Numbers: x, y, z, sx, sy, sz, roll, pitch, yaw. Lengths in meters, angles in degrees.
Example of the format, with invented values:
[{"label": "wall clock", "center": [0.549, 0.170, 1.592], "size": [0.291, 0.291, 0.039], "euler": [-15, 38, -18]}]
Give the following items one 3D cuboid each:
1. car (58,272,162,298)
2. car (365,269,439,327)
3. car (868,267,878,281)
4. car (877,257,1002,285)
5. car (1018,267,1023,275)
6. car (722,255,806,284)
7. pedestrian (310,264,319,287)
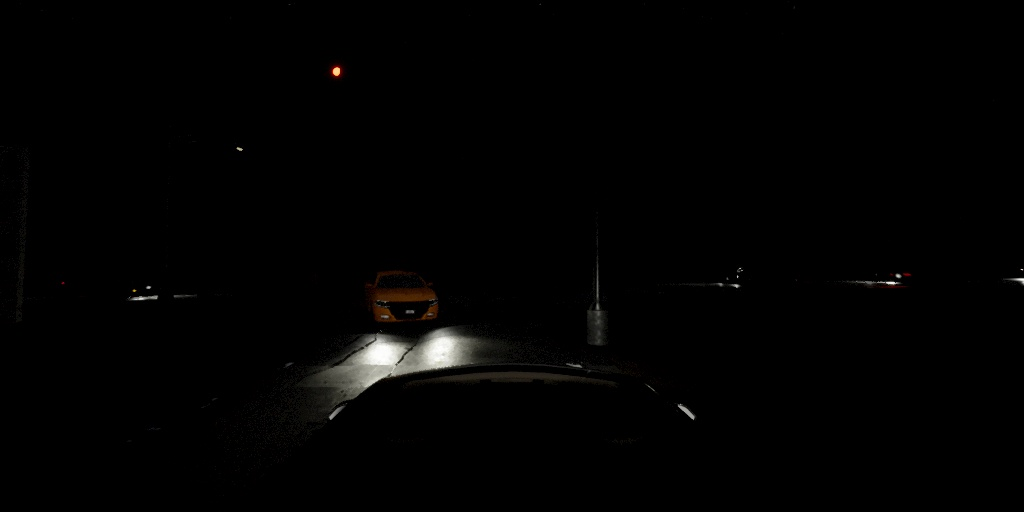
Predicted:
[{"label": "car", "center": [-22.047, 1.576, 19.794], "size": [4.181, 1.385, 1.994], "euler": [-1, -2, 0]}, {"label": "car", "center": [-3.785, 1.232, 11.937], "size": [1.882, 1.535, 5.008], "euler": [1, 0, -25]}, {"label": "car", "center": [26.130, 0.889, 23.386], "size": [4.674, 1.442, 1.812], "euler": [-1, -2, 1]}, {"label": "car", "center": [23.612, 0.774, 19.692], "size": [4.892, 1.490, 1.837], "euler": [-1, -2, 0]}, {"label": "car", "center": [36.724, 0.749, 23.352], "size": [5.357, 1.411, 2.033], "euler": [-1, -2, 0]}, {"label": "car", "center": [16.280, 0.872, 23.413], "size": [4.553, 1.767, 2.097], "euler": [-1, -2, 0]}, {"label": "pedestrian", "center": [-15.061, 1.463, 27.384], "size": [0.375, 1.860, 0.375], "euler": [0, -1, 0]}]
